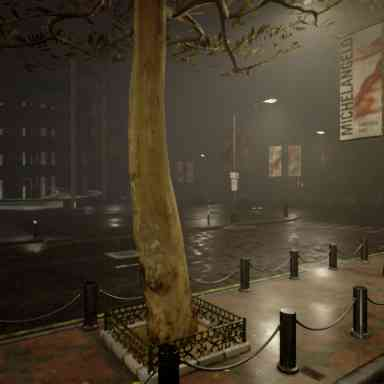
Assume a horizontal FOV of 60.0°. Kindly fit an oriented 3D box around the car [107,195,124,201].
[{"bbox_3d":[-19.016,1.474,77.398,4.674,1.442,1.812,0,0,12],"label":"car"}]

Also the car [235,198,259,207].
[{"bbox_3d":[8.018,1.564,49.571,1.994,1.385,4.181,0,0,-35],"label":"car"}]

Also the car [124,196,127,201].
[{"bbox_3d":[-18.057,1.464,80.764,4.674,1.442,1.812,0,0,12],"label":"car"}]

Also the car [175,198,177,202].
[{"bbox_3d":[-5.086,1.478,65.904,5.008,1.535,1.882,0,0,41],"label":"car"}]

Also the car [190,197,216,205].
[{"bbox_3d":[1.868,1.547,58.035,2.033,1.411,5.357,0,0,-38],"label":"car"}]
